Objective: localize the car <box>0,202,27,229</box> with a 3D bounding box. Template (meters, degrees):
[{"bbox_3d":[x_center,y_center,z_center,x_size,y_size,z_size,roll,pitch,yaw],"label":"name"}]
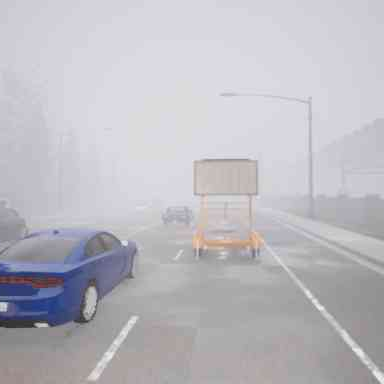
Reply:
[{"bbox_3d":[-9.195,1.472,14.344,2.097,1.767,4.553,0,0,5],"label":"car"}]

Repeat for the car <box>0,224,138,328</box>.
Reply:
[{"bbox_3d":[-2.582,1.532,7.312,1.882,1.535,5.008,0,0,5],"label":"car"}]

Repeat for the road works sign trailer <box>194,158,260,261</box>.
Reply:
[{"bbox_3d":[1.298,0.540,12.682,2.380,3.560,2.880,0,0,5],"label":"road works sign trailer"}]

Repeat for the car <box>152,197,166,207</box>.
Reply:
[{"bbox_3d":[-5.746,1.725,58.095,2.097,1.767,4.553,0,0,1],"label":"car"}]

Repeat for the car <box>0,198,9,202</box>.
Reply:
[{"bbox_3d":[-12.332,1.377,18.519,2.150,2.045,5.566,0,0,5],"label":"car"}]

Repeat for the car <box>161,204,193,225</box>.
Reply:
[{"bbox_3d":[-0.984,1.764,25.572,1.895,1.301,4.718,0,0,5],"label":"car"}]

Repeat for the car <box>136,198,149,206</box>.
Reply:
[{"bbox_3d":[-9.217,1.906,62.043,2.128,1.511,4.902,0,-1,-1],"label":"car"}]
